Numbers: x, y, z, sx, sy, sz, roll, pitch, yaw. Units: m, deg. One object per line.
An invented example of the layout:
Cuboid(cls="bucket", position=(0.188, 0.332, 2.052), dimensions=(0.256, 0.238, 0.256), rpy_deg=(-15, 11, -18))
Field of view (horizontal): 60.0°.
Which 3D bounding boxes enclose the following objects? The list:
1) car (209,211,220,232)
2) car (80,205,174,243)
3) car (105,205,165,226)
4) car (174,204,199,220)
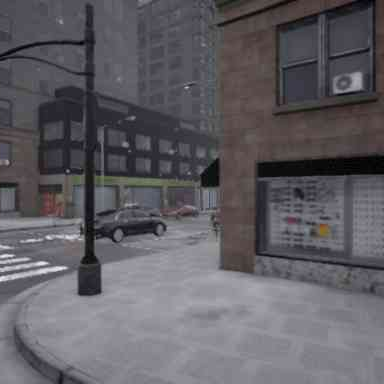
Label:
Cuboid(cls="car", position=(2.718, 1.675, 20.369), dimensions=(2.008, 1.369, 4.403), rpy_deg=(0, -1, 35))
Cuboid(cls="car", position=(-3.283, 1.593, 16.847), dimensions=(1.837, 1.490, 4.892), rpy_deg=(0, 0, 35))
Cuboid(cls="car", position=(-4.231, 1.697, 25.308), dimensions=(1.947, 1.339, 4.313), rpy_deg=(0, -1, 35))
Cuboid(cls="car", position=(-0.952, 1.747, 29.924), dimensions=(1.802, 1.307, 4.206), rpy_deg=(0, -1, 35))
